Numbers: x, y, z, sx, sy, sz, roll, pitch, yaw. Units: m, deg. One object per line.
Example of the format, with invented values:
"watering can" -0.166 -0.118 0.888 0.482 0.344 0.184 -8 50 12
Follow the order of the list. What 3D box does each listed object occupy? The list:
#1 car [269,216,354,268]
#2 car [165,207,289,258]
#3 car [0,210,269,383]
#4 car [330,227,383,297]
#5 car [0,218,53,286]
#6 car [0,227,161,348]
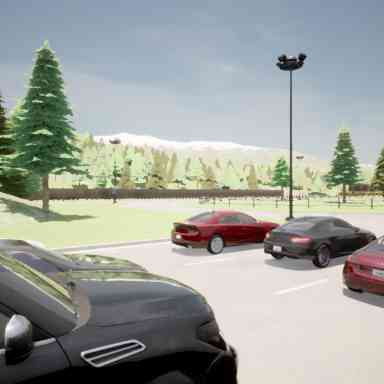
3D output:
"car" 4.421 1.526 11.251 4.674 1.442 1.812 0 0 -35
"car" 1.528 1.478 13.495 5.008 1.535 1.882 0 0 -35
"car" -2.224 1.221 2.152 5.566 2.045 2.150 0 0 -36
"car" 5.351 1.564 7.630 4.181 1.385 1.994 0 0 -34
"car" -6.044 1.526 8.030 4.674 1.442 1.812 0 0 -36
"car" -3.363 1.547 5.647 5.357 1.411 2.033 0 0 -36
